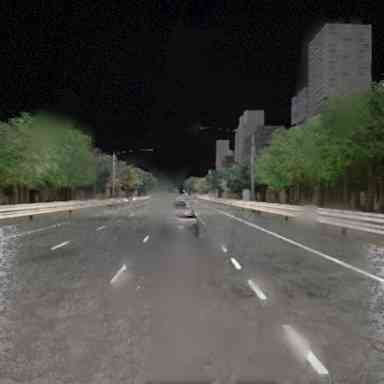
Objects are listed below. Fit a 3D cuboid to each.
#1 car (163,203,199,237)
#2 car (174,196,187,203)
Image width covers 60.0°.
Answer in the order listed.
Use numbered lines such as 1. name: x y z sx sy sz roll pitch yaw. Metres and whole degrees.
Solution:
1. car: -0.604 1.610 18.875 2.128 1.511 4.902 0 0 -2
2. car: -1.989 1.935 57.987 1.837 1.490 4.892 0 0 -2
